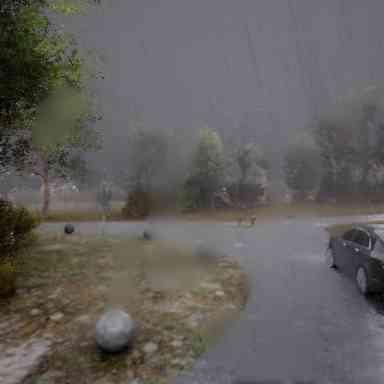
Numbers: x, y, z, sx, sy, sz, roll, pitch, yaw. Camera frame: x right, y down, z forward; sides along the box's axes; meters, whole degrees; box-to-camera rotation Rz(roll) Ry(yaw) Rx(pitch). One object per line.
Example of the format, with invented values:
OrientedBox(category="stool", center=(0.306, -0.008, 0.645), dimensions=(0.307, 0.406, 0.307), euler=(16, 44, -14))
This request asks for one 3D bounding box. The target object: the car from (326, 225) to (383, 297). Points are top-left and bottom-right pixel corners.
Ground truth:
OrientedBox(category="car", center=(4.940, 1.617, 8.716), dimensions=(1.837, 1.490, 4.892), euler=(0, 0, 9))
